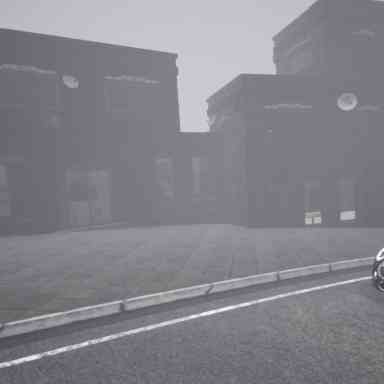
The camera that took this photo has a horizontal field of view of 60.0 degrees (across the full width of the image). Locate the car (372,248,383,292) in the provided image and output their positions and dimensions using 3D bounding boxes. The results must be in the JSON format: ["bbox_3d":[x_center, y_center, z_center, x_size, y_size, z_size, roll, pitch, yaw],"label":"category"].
[{"bbox_3d":[6.107,1.305,7.144,4.553,1.767,2.097,0,1,-25],"label":"car"}]
